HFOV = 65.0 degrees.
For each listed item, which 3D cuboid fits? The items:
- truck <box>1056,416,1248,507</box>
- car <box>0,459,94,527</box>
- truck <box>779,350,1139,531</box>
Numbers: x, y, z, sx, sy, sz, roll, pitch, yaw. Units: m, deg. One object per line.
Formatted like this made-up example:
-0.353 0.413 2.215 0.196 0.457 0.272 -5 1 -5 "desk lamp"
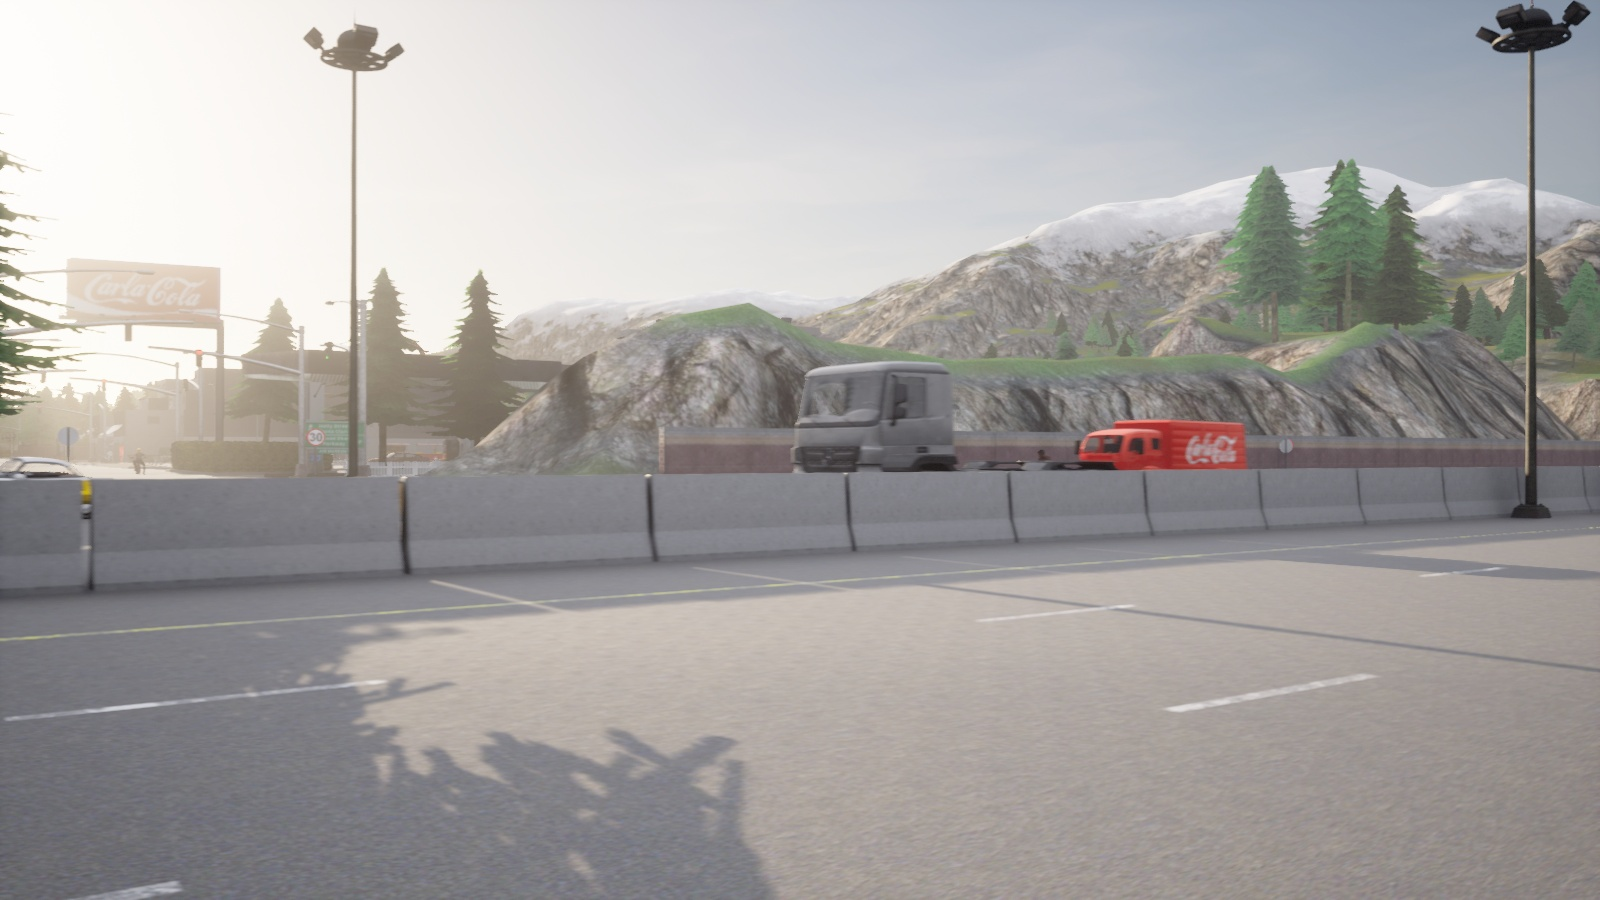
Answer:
10.228 0.330 36.364 5.204 2.467 2.627 0 0 -35 "truck"
-16.579 0.900 26.854 1.481 1.376 2.207 1 0 41 "car"
3.643 -0.177 27.519 7.936 3.462 2.891 0 0 -35 "truck"
